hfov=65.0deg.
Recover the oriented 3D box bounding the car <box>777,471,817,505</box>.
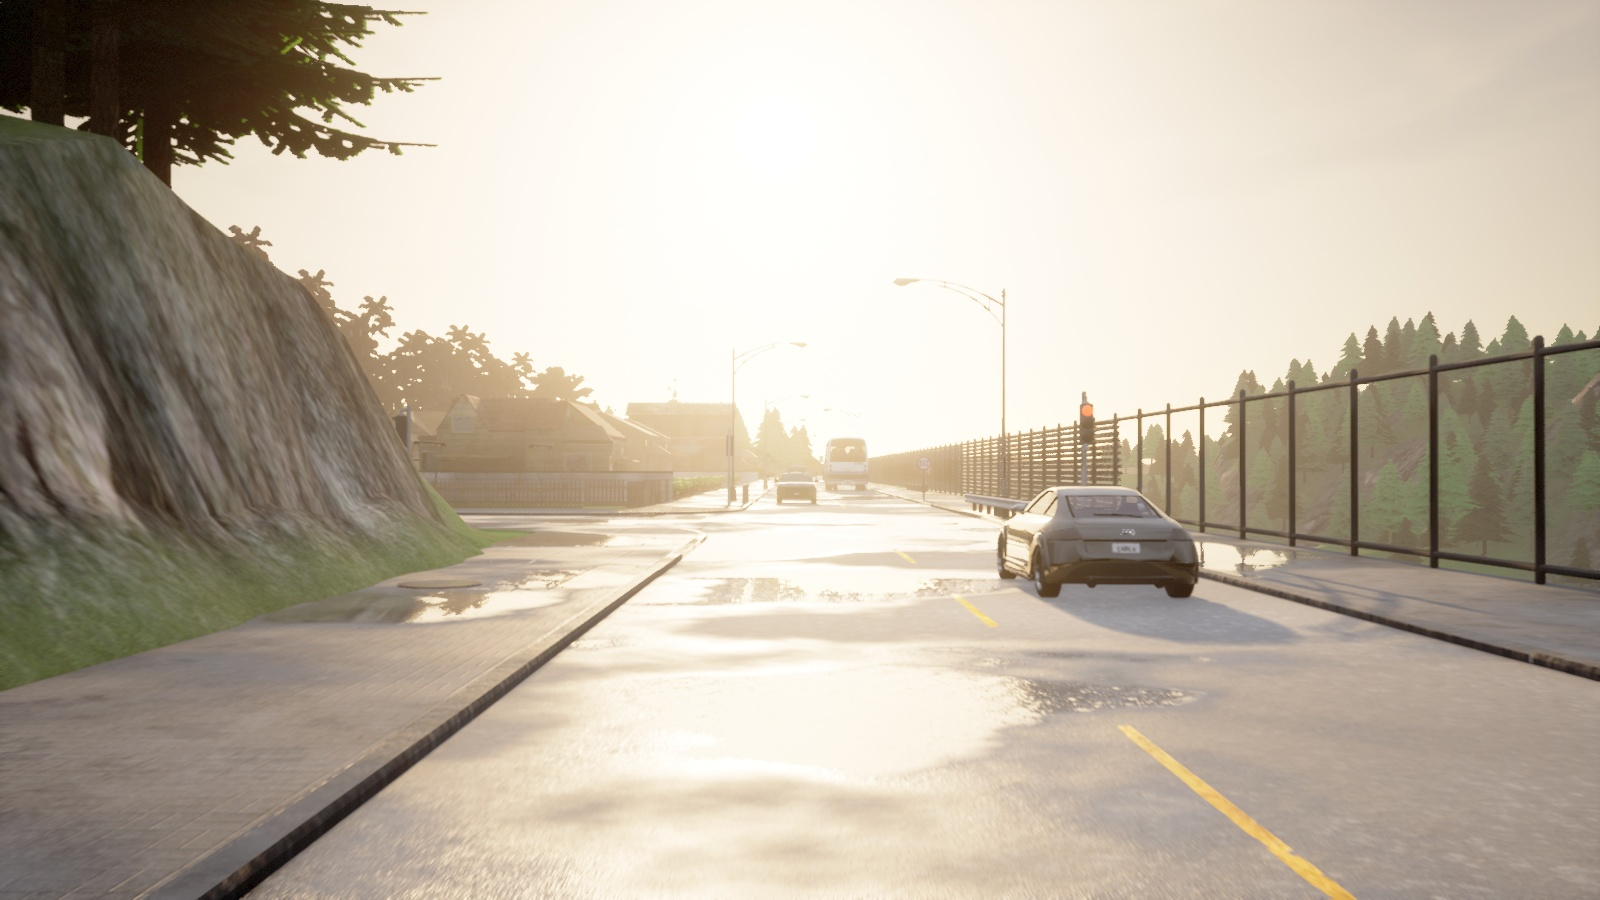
[{"bbox_3d":[-0.148,1.815,61.075,1.882,1.535,5.008,0,-1,0],"label":"car"}]

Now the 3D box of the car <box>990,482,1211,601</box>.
[{"bbox_3d":[3.925,1.151,17.180,1.994,1.385,4.181,0,-1,0],"label":"car"}]
